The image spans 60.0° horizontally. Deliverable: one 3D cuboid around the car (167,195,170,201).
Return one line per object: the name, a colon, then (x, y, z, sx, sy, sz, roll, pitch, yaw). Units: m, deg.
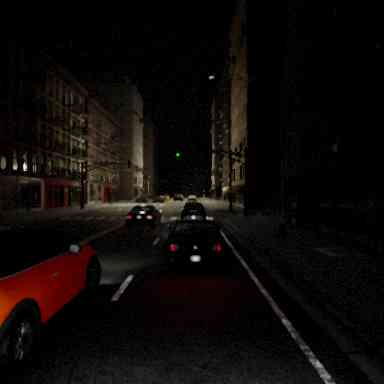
car: (-6.489, 1.374, 80.904, 1.882, 1.535, 5.008, 0, 0, 0)

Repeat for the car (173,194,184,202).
car: (-3.240, 1.328, 78.607, 2.097, 1.767, 4.553, 0, 0, 0)

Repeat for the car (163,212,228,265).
car: (0.100, 1.602, 11.670, 1.895, 1.301, 4.718, 0, 0, 0)

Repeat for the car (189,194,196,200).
car: (0.012, 1.354, 88.646, 1.837, 1.490, 4.892, 0, 0, 0)

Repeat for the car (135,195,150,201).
car: (-9.757, 1.547, 64.564, 1.994, 1.385, 4.181, 0, 0, 1)

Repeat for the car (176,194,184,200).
car: (-3.238, 1.332, 88.647, 1.882, 1.535, 5.008, 0, 0, 0)

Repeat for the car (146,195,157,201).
car: (-9.739, 1.435, 80.913, 2.033, 1.411, 5.357, 0, 0, 0)

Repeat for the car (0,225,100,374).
car: (-3.147, 1.352, 5.798, 2.097, 1.767, 4.553, 0, 0, 0)

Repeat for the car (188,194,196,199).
car: (0.010, 1.569, 78.700, 1.895, 1.301, 4.718, 0, 0, 0)

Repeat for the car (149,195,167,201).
car: (-6.499, 1.532, 64.556, 2.033, 1.411, 5.357, 0, 0, 0)

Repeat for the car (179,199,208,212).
car: (0.103, 1.505, 25.383, 1.837, 1.490, 4.892, 0, 0, 0)

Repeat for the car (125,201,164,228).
car: (-3.147, 1.549, 22.265, 2.033, 1.411, 5.357, 0, 0, 0)
